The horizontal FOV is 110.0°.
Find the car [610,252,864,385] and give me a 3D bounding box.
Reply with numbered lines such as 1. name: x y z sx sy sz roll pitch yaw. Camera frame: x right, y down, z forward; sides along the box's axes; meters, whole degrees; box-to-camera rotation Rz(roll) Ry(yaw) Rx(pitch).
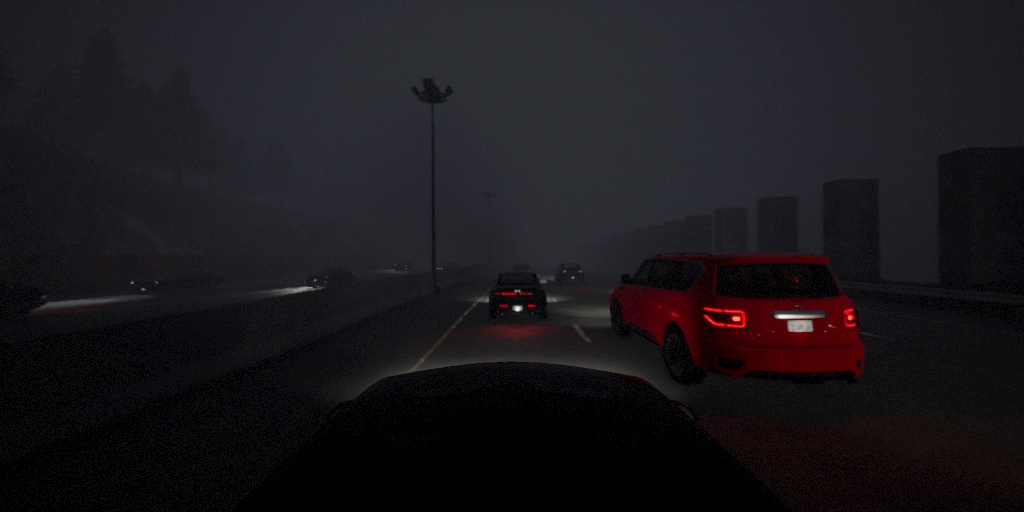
1. car: 3.602 0.953 7.102 2.150 2.045 5.566 -1 0 1

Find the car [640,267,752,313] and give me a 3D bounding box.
1. car: 7.278 1.261 15.001 2.033 1.411 5.357 -1 0 2

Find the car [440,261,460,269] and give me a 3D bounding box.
1. car: -9.034 1.511 54.192 1.994 1.385 4.181 -1 0 1

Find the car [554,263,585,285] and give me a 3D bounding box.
1. car: 4.195 1.260 26.564 2.128 1.511 4.902 -1 0 2

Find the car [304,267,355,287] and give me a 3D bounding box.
1. car: -13.515 1.491 26.757 1.994 1.385 4.181 -1 0 2

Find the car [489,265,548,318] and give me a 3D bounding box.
1. car: 0.225 1.279 13.005 1.837 1.490 4.892 -1 0 1

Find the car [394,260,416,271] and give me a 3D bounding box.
1. car: -16.044 1.362 53.801 2.097 1.767 4.553 -1 0 1

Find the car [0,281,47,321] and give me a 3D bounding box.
1. car: -17.516 1.419 10.626 2.128 1.511 4.902 -1 0 1

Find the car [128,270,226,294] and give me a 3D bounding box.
1. car: -20.691 1.583 22.404 1.895 1.301 4.718 -1 0 2
